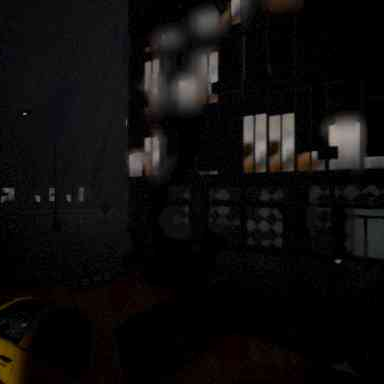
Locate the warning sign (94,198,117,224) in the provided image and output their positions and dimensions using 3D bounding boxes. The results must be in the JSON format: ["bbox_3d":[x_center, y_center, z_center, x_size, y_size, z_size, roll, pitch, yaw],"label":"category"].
[{"bbox_3d":[-6.628,1.436,25.508,1.300,1.860,1.060,1,1,33],"label":"warning sign"}]

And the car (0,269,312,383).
[{"bbox_3d":[-1.221,1.523,3.592,4.829,1.417,1.752,0,0,36],"label":"car"}]
